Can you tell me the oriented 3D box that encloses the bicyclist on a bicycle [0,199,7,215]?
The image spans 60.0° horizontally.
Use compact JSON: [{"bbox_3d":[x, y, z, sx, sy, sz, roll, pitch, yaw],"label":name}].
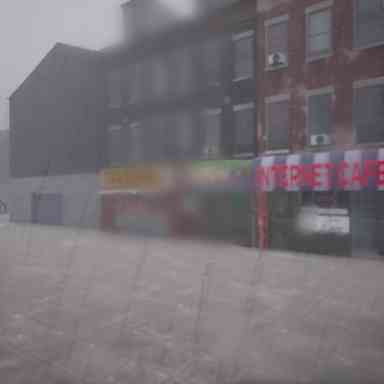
[{"bbox_3d":[-20.038,1.593,35.178,1.656,1.620,0.582,-1,0,36],"label":"bicyclist on a bicycle"}]
